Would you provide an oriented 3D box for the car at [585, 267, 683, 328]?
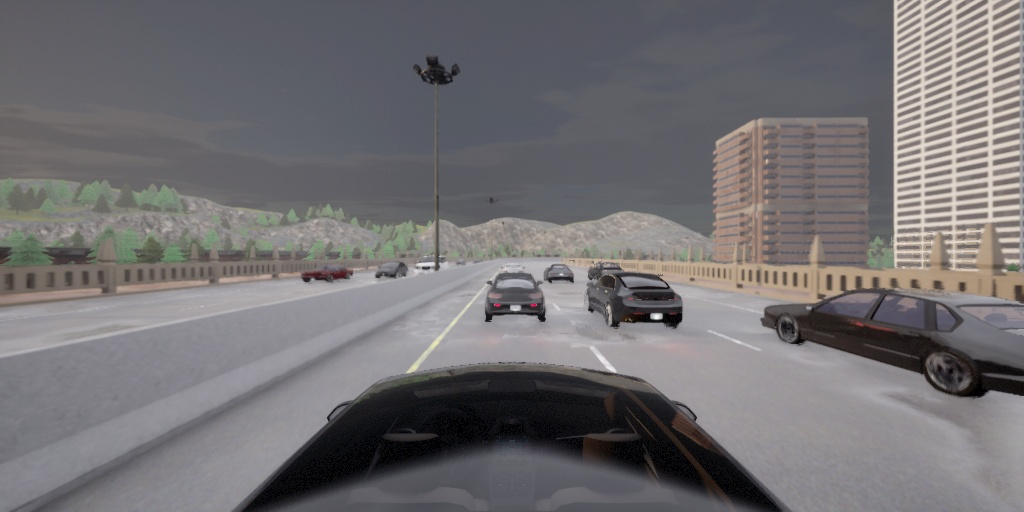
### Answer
[{"bbox_3d":[3.600,1.253,11.340,1.837,1.490,4.892,0,0,0],"label":"car"}]

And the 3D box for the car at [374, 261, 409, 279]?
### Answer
[{"bbox_3d":[-10.596,1.251,31.993,1.837,1.490,4.892,0,0,0],"label":"car"}]

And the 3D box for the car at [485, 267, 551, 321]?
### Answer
[{"bbox_3d":[0.100,1.274,12.255,1.812,1.442,4.674,0,0,0],"label":"car"}]

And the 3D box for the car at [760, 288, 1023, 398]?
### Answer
[{"bbox_3d":[7.103,1.296,6.445,2.033,1.411,5.357,0,0,0],"label":"car"}]

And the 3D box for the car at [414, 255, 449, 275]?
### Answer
[{"bbox_3d":[-7.097,0.968,32.190,2.150,2.045,5.566,0,0,0],"label":"car"}]

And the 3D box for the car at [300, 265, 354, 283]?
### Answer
[{"bbox_3d":[-14.098,1.349,27.593,1.895,1.301,4.718,0,0,0],"label":"car"}]

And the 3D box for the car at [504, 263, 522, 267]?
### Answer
[{"bbox_3d":[0.087,1.271,28.547,1.812,1.442,4.674,0,0,0],"label":"car"}]

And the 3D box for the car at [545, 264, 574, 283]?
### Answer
[{"bbox_3d":[3.600,1.309,28.043,1.994,1.385,4.181,0,0,0],"label":"car"}]

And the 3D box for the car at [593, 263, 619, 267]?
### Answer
[{"bbox_3d":[7.100,1.236,27.425,2.128,1.511,4.902,0,0,0],"label":"car"}]
